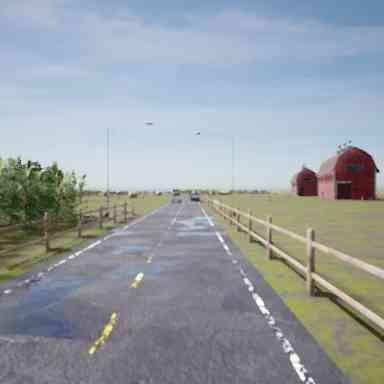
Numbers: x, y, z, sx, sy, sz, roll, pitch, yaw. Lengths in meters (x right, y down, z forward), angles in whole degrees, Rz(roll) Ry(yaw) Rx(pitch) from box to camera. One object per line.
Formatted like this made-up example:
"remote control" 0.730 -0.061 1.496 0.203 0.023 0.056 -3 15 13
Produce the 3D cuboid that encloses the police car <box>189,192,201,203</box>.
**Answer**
"police car" 0.758 1.298 67.458 1.930 1.638 5.238 0 0 0

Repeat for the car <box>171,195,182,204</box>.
"car" -2.839 1.378 62.290 2.128 1.511 4.902 0 0 0

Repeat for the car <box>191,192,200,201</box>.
"car" 0.747 1.076 77.377 2.150 2.045 5.566 0 0 0
